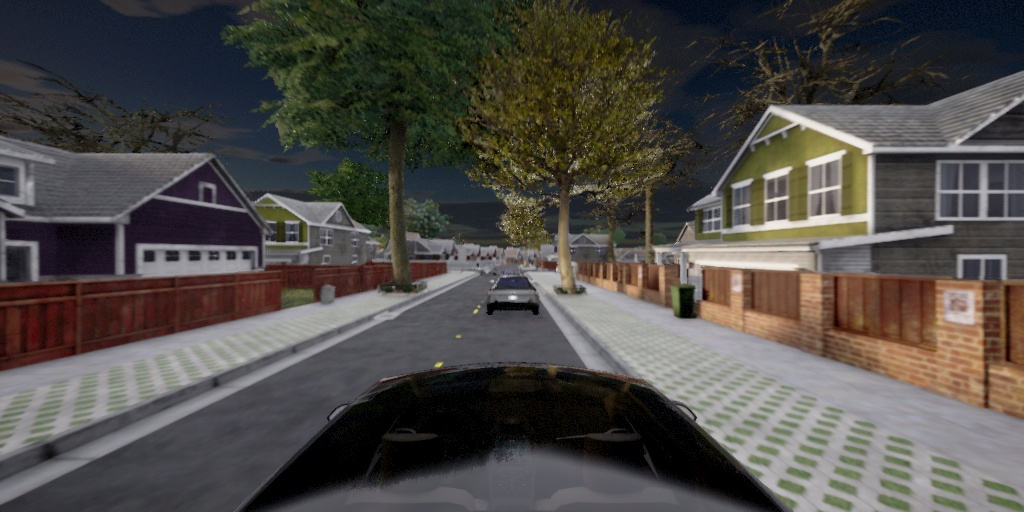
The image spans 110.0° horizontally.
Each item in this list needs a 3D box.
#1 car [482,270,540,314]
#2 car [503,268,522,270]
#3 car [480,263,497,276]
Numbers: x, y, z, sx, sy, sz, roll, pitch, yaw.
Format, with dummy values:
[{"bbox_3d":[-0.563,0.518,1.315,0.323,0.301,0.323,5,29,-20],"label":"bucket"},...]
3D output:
[{"bbox_3d":[0.048,1.437,14.493,1.994,1.385,4.181,0,0,0],"label":"car"},{"bbox_3d":[0.038,1.601,28.627,1.895,1.301,4.718,0,0,1],"label":"car"},{"bbox_3d":[-2.792,1.614,43.041,2.128,1.511,4.902,0,-1,1],"label":"car"}]
